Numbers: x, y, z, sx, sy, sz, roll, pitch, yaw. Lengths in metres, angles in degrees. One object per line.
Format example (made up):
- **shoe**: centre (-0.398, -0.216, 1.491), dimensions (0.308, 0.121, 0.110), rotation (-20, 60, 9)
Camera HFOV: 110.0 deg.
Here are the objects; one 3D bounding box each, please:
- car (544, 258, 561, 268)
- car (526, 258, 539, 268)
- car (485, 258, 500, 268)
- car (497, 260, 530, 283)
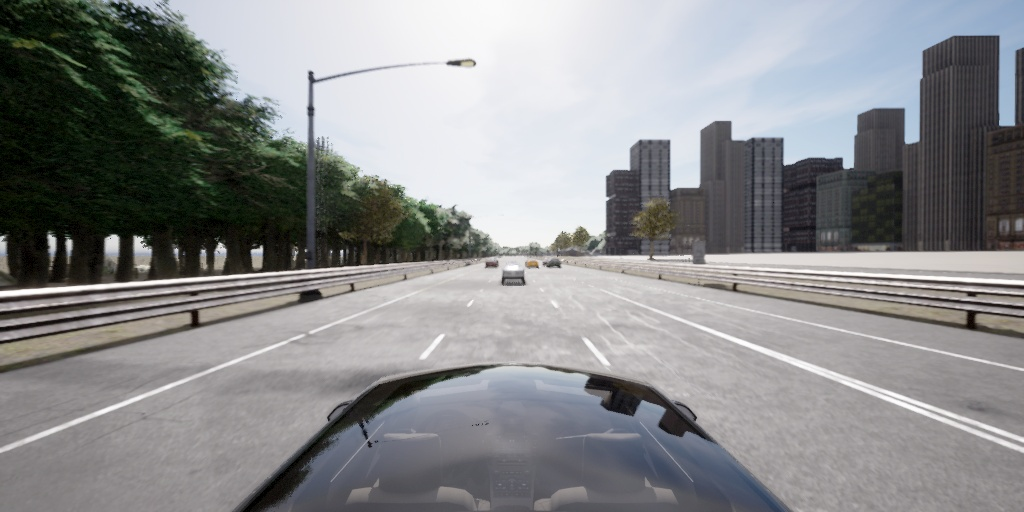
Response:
- **car**: centre (6.997, 1.106, 60.378), dimensions (2.097, 1.767, 4.553), rotation (0, 0, 0)
- **car**: centre (3.497, 1.233, 60.408), dimensions (1.882, 1.535, 5.008), rotation (0, 0, 0)
- **car**: centre (-3.503, 1.234, 60.407), dimensions (1.882, 1.535, 5.008), rotation (0, 0, 0)
- **car**: centre (0.100, 1.298, 28.085), dimensions (2.033, 1.411, 5.357), rotation (0, 0, 0)
